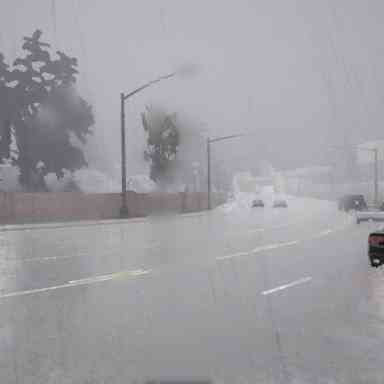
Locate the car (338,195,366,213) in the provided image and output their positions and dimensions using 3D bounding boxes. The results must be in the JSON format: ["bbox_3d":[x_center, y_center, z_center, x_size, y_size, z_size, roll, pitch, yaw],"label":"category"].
[{"bbox_3d":[19.129,1.364,39.927,2.150,2.045,5.566,0,-1,13],"label":"car"}]

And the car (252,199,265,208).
[{"bbox_3d":[10.990,1.934,55.409,2.033,1.411,5.357,-1,-1,9],"label":"car"}]

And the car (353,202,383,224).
[{"bbox_3d":[13.437,1.665,24.926,1.895,1.301,4.718,-1,0,29],"label":"car"}]

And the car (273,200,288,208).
[{"bbox_3d":[14.301,1.935,53.921,1.895,1.301,4.718,-1,-1,9],"label":"car"}]

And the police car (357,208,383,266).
[{"bbox_3d":[7.306,1.436,10.715,1.930,1.638,5.238,0,0,44],"label":"police car"}]
